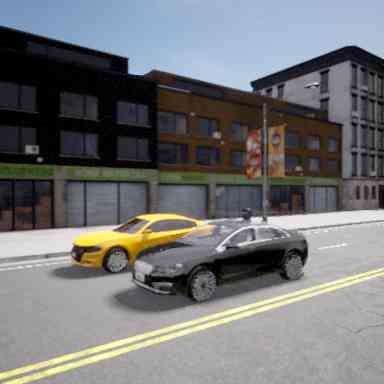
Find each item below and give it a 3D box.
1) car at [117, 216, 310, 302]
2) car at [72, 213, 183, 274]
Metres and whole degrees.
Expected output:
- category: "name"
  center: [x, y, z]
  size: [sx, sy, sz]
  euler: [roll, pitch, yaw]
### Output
- category: "car"
  center: [0.913, 1.490, 8.330]
  size: [4.902, 1.511, 2.128]
  euler: [0, 0, -36]
- category: "car"
  center: [-1.266, 1.477, 10.767]
  size: [5.008, 1.535, 1.882]
  euler: [0, 0, -35]
